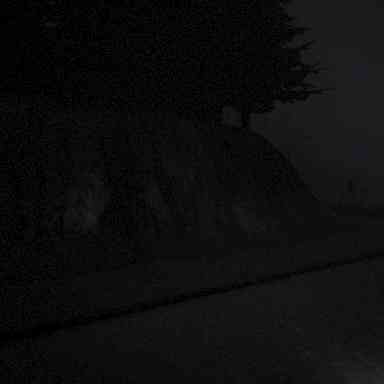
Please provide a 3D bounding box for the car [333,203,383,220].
[{"bbox_3d":[14.697,1.601,28.378,1.895,1.301,4.718,0,0,-36],"label":"car"}]
